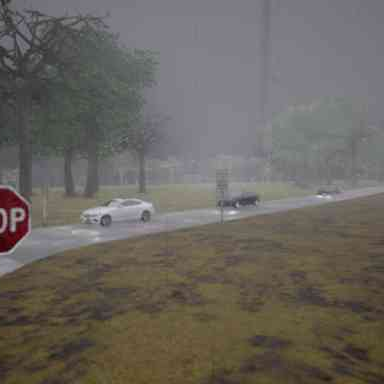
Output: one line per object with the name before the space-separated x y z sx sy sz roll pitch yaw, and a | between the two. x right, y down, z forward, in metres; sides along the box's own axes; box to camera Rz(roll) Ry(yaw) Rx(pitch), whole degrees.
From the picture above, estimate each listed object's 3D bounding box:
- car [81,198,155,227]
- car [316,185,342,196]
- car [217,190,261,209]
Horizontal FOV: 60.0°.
car | -4.295 1.120 19.838 1.812 1.442 4.674 0 2 42
car | 19.032 -0.260 45.932 2.033 1.411 5.357 0 3 42
car | 4.159 0.593 29.340 1.882 1.535 5.008 0 3 42
